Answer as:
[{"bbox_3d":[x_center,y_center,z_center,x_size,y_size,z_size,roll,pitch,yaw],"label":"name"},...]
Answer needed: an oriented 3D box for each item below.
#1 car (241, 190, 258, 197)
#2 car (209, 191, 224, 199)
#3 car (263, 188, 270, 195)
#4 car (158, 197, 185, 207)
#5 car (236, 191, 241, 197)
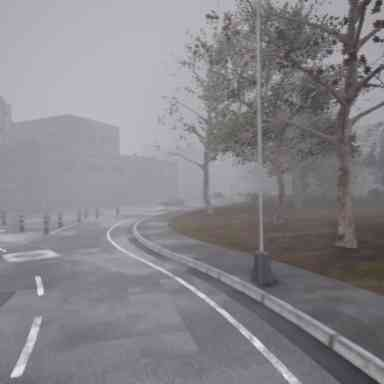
[{"bbox_3d":[12.807,0.383,71.137,2.033,1.411,5.357,-1,1,27],"label":"car"},{"bbox_3d":[4.330,0.609,61.623,2.128,1.511,4.902,-1,-5,27],"label":"car"},{"bbox_3d":[17.498,-0.139,80.435,1.882,1.535,5.008,-1,1,27],"label":"car"},{"bbox_3d":[-2.908,1.334,47.290,1.895,1.301,4.718,-1,1,27],"label":"car"},{"bbox_3d":[11.522,0.327,75.804,1.994,1.385,4.181,-1,1,27],"label":"car"}]
